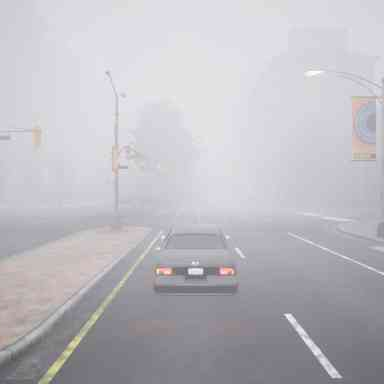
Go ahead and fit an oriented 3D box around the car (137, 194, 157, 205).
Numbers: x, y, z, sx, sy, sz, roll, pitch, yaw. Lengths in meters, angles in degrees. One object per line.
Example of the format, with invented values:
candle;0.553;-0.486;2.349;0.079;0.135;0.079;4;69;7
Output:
car;-7.993;1.564;58.962;1.994;1.385;4.181;0;0;1

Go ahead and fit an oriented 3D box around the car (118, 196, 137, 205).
car;-11.488;1.491;59.647;2.128;1.511;4.902;0;0;0

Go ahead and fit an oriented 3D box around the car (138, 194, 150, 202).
car;-11.392;1.355;79.580;2.097;1.767;4.553;0;0;0

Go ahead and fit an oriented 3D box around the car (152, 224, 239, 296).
car;0.086;1.547;8.801;2.033;1.411;5.357;0;0;0

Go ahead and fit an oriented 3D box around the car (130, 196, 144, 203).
car;-11.406;1.525;69.568;2.128;1.511;4.902;0;0;0

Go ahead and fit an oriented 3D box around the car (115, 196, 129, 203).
car;-14.656;1.595;69.450;1.895;1.301;4.718;0;0;0

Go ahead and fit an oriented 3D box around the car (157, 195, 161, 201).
car;-7.927;1.526;67.478;1.812;1.442;4.674;0;0;1

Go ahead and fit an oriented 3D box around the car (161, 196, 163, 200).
car;-7.895;1.500;77.809;1.837;1.490;4.892;0;0;0
